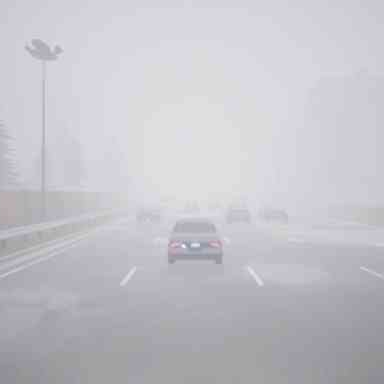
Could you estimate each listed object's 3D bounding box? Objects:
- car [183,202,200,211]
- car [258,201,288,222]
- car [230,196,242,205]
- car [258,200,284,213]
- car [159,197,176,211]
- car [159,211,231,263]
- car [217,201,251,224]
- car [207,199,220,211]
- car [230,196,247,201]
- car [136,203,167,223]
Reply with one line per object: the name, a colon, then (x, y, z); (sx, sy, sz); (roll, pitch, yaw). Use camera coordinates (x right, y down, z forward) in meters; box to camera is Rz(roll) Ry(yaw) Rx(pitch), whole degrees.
car: (-0.056, 1.919, 40.646); (2.033, 1.411, 5.357); (0, 0, 0)
car: (7.016, 1.792, 29.051); (1.812, 1.442, 4.674); (0, 0, 0)
car: (10.118, 1.927, 76.857); (2.150, 2.045, 5.566); (0, -1, 0)
car: (10.330, 1.894, 43.858); (2.128, 1.511, 4.902); (0, 0, 0)
car: (-3.602, 1.662, 47.997); (2.150, 2.045, 5.566); (0, 0, 0)
car: (0.095, 1.662, 12.447); (2.033, 1.411, 5.357); (0, 0, 0)
car: (3.528, 1.740, 26.910); (2.128, 1.511, 4.902); (0, 0, 0)
car: (3.390, 1.802, 49.305); (2.097, 1.767, 4.553); (0, -1, 0)
car: (6.890, 1.673, 49.205); (2.150, 2.045, 5.566); (0, 0, 0)
car: (-3.480, 1.860, 28.321); (1.895, 1.301, 4.718); (0, -1, 0)
